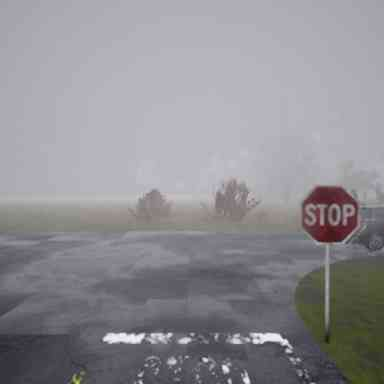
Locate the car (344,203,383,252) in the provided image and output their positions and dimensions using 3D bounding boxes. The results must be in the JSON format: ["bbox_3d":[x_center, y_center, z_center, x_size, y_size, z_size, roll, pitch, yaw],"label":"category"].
[{"bbox_3d":[8.076,1.304,13.541,4.553,1.767,2.097,0,1,-13],"label":"car"}]
